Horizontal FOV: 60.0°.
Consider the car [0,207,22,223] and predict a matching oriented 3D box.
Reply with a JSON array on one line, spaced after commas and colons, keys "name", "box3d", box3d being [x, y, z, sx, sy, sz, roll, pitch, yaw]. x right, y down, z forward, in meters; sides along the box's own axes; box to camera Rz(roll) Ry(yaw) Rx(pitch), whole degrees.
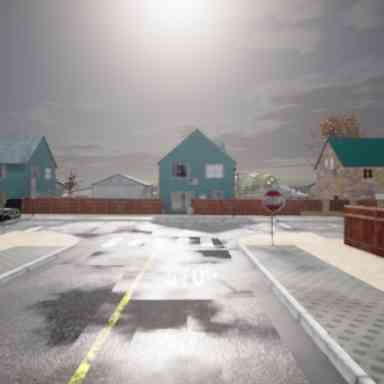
[{"name": "car", "box3d": [-14.269, 1.392, 21.978, 5.357, 1.411, 2.033, 0, 1, -1]}]
